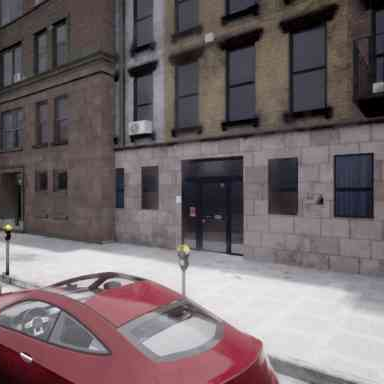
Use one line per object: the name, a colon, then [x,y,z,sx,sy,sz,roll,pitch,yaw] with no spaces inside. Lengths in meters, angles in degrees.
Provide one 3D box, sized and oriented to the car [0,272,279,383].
car: [-1.179,1.582,3.658,4.206,1.307,1.802,0,0,36]
